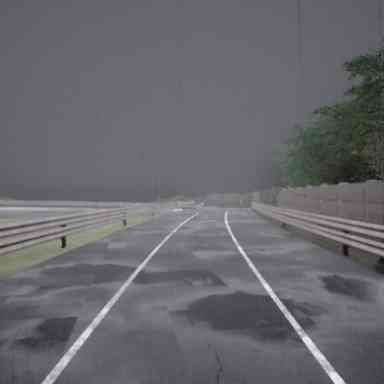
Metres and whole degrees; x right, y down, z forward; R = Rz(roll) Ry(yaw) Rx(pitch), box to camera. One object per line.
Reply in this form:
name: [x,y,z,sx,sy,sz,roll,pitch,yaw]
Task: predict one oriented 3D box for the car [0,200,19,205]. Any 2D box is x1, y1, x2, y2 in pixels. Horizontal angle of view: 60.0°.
car: [-35.444,2.194,62.929,5.008,1.535,1.882,1,-4,-21]
